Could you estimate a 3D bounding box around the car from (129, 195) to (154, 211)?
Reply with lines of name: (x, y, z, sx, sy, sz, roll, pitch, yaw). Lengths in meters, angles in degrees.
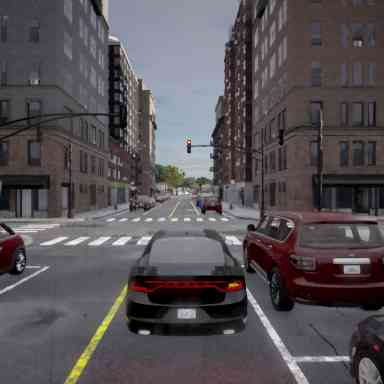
car: (-6.240, 1.313, 40.063, 2.192, 1.841, 5.009, 0, 0, -1)

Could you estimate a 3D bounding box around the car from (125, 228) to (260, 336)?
car: (-0.104, 1.478, 6.928, 1.882, 1.535, 5.008, 0, 0, -1)

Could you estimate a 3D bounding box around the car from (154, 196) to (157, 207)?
car: (-6.353, 1.563, 45.565, 1.947, 1.339, 4.313, 0, 0, -1)

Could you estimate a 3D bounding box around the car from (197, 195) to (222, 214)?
car: (1.993, 1.313, 34.731, 2.192, 1.841, 5.009, 0, 0, -1)

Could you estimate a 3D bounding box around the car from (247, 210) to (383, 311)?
car: (2.496, 1.315, 7.680, 2.192, 1.841, 5.009, 0, 0, -1)

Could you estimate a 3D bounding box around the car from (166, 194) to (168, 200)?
car: (-6.918, 1.539, 73.078, 1.887, 1.381, 4.507, 0, 0, -1)

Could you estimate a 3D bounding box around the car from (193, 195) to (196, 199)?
car: (1.634, 1.312, 51.239, 2.192, 1.841, 5.009, 0, 0, -1)

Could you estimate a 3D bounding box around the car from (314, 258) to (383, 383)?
car: (2.615, 1.551, 1.999, 2.008, 1.369, 4.403, 0, 0, -1)

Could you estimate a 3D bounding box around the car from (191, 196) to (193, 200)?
car: (0.672, 1.518, 95.429, 1.752, 1.417, 4.829, 0, 0, -1)

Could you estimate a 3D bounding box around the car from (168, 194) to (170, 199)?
car: (-7.031, 1.545, 78.580, 2.008, 1.369, 4.403, 0, 0, -1)

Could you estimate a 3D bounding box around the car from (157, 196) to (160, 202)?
car: (-6.466, 1.547, 51.068, 2.008, 1.369, 4.403, 0, 0, -1)

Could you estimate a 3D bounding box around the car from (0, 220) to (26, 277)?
car: (-5.527, 1.440, 7.511, 1.967, 1.590, 4.097, 0, 0, -1)

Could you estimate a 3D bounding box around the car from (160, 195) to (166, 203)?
car: (-6.805, 1.540, 67.576, 1.887, 1.381, 4.507, 0, 0, -1)
